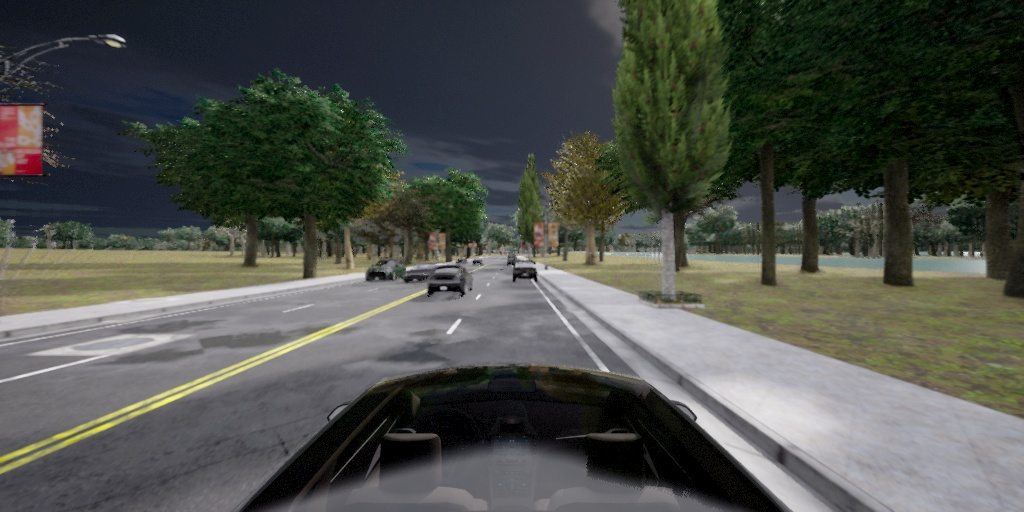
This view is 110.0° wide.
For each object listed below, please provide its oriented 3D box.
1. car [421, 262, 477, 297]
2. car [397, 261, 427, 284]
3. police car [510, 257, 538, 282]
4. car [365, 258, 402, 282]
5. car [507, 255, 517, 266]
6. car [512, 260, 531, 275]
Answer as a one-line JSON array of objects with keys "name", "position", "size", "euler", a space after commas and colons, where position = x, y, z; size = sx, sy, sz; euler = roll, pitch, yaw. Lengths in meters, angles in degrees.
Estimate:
[{"name": "car", "position": [-3.151, 1.238, 18.906], "size": [1.837, 1.490, 4.892], "euler": [0, 0, 0]}, {"name": "car", "position": [-6.601, 1.260, 27.030], "size": [2.033, 1.411, 5.357], "euler": [0, 0, 0]}, {"name": "police car", "position": [0.974, 1.133, 28.547], "size": [1.930, 1.638, 5.238], "euler": [0, 0, 0]}, {"name": "car", "position": [-9.846, 1.060, 28.382], "size": [2.097, 1.767, 4.553], "euler": [0, 0, 0]}, {"name": "car", "position": [-0.003, 1.035, 64.104], "size": [1.837, 1.490, 4.892], "euler": [0, 0, 0]}, {"name": "car", "position": [0.973, 1.175, 38.438], "size": [1.837, 1.490, 4.892], "euler": [0, 0, 0]}]
